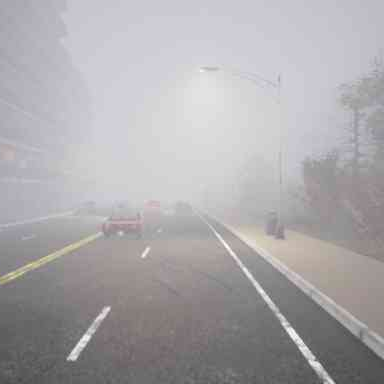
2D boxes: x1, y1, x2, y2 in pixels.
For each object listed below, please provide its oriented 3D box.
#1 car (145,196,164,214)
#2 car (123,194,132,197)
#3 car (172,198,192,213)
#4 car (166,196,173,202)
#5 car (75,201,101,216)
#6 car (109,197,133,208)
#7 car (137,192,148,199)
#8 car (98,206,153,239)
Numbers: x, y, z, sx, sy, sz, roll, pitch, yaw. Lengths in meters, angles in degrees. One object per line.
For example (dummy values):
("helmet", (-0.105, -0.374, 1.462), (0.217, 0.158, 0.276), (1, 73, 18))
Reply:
("car", (-4.252, 1.608, 37.422), (1.882, 1.535, 5.008), (0, 0, -3))
("car", (-14.473, 1.236, 75.338), (2.097, 1.767, 4.553), (0, 0, -8))
("car", (-1.109, 1.687, 39.279), (1.994, 1.385, 4.181), (0, 0, -3))
("car", (-5.236, 1.755, 79.698), (1.812, 1.442, 4.674), (0, 0, -8))
("car", (-10.819, 1.677, 35.012), (1.812, 1.442, 4.674), (0, 0, -3))
("car", (-7.585, 1.631, 35.398), (2.128, 1.511, 4.902), (0, 0, -3))
("car", (-11.245, 1.092, 75.717), (2.150, 2.045, 5.566), (0, 0, -8))
("car", (-3.428, 1.672, 17.998), (1.895, 1.301, 4.718), (0, 0, -2))
